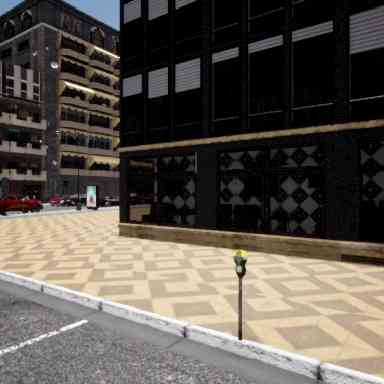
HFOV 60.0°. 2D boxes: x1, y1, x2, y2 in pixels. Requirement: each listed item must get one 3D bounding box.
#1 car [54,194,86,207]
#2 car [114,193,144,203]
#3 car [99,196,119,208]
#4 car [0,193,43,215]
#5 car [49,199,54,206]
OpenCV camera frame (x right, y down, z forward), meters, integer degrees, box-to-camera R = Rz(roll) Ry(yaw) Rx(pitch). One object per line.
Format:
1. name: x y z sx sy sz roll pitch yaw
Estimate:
1. car: -13.932 0.987 41.210 2.128 1.511 4.902 0 1 35
2. car: -9.718 0.834 51.698 2.008 1.369 4.403 2 2 35
3. car: -9.197 1.073 37.857 1.947 1.339 4.313 1 2 35
4. car: -15.571 1.029 28.771 2.192 1.841 5.009 1 2 35
5. car: -16.091 1.075 42.621 1.802 1.307 4.206 1 2 35
